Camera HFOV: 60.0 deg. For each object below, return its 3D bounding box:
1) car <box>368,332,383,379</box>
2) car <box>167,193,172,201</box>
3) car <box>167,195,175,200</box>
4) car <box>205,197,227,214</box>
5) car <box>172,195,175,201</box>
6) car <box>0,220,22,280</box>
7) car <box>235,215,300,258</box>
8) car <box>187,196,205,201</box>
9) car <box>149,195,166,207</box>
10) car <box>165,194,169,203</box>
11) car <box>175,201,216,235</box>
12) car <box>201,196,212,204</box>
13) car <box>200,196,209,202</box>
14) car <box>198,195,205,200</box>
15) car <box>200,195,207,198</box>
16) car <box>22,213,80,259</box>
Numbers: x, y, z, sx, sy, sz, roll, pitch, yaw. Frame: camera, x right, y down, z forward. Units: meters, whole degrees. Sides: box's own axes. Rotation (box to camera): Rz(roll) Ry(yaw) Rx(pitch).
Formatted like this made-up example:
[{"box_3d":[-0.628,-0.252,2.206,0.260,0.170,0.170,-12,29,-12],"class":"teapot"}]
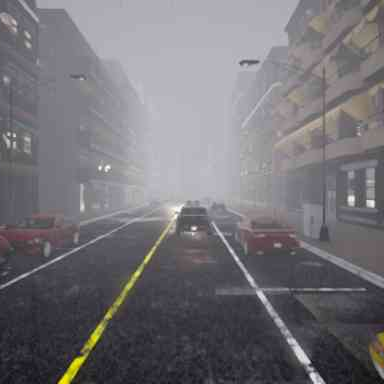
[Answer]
[{"box_3d":[2.691,1.525,1.553,1.752,1.417,4.829,0,0,0],"class":"car"},{"box_3d":[-5.682,1.519,69.023,1.887,1.381,4.507,0,0,0],"class":"car"},{"box_3d":[-5.679,1.490,91.397,1.752,1.417,4.829,0,0,0],"class":"car"},{"box_3d":[2.696,1.539,35.200,2.008,1.369,4.403,0,0,0],"class":"car"},{"box_3d":[-5.679,1.284,80.295,2.192,1.841,5.009,0,0,0],"class":"car"},{"box_3d":[-5.688,1.438,7.023,1.967,1.590,4.097,0,0,0],"class":"car"},{"box_3d":[2.693,1.541,12.655,1.887,1.381,4.507,0,0,0],"class":"car"},{"box_3d":[0.104,1.536,36.788,2.033,1.411,5.357,0,0,0],"class":"car"},{"box_3d":[-5.683,1.533,52.113,2.008,1.369,4.403,0,0,0],"class":"car"},{"box_3d":[-5.683,1.530,57.750,2.008,1.369,4.403,0,0,0],"class":"car"},{"box_3d":[0.101,1.500,18.531,1.837,1.490,4.892,0,0,0],"class":"car"},{"box_3d":[2.698,1.542,63.381,1.947,1.339,4.313,0,0,0],"class":"car"},{"box_3d":[2.700,1.553,74.654,1.802,1.307,4.206,0,0,0],"class":"car"},{"box_3d":[2.702,1.546,91.563,1.802,1.307,4.206,0,0,0],"class":"car"},{"box_3d":[2.699,1.504,57.915,1.752,1.417,4.829,0,0,0],"class":"car"},{"box_3d":[-5.688,1.541,12.661,1.887,1.381,4.507,0,0,0],"class":"car"}]
